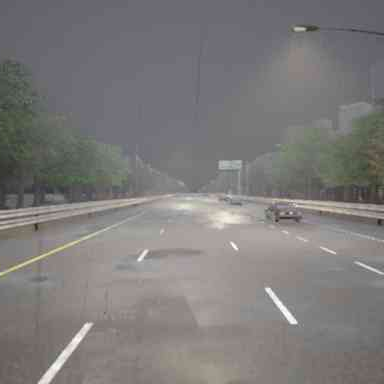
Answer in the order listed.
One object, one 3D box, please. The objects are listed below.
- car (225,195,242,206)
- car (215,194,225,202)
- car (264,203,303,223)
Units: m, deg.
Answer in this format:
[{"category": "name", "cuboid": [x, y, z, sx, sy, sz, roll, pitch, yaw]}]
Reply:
[{"category": "car", "cuboid": [7.165, 1.596, 55.701, 2.033, 1.411, 5.357, 0, 0, 0]}, {"category": "car", "cuboid": [7.333, 1.413, 78.682, 2.097, 1.767, 4.553, 0, 0, 1]}, {"category": "car", "cuboid": [7.036, 1.568, 26.109, 2.033, 1.411, 5.357, 0, 0, 0]}]
